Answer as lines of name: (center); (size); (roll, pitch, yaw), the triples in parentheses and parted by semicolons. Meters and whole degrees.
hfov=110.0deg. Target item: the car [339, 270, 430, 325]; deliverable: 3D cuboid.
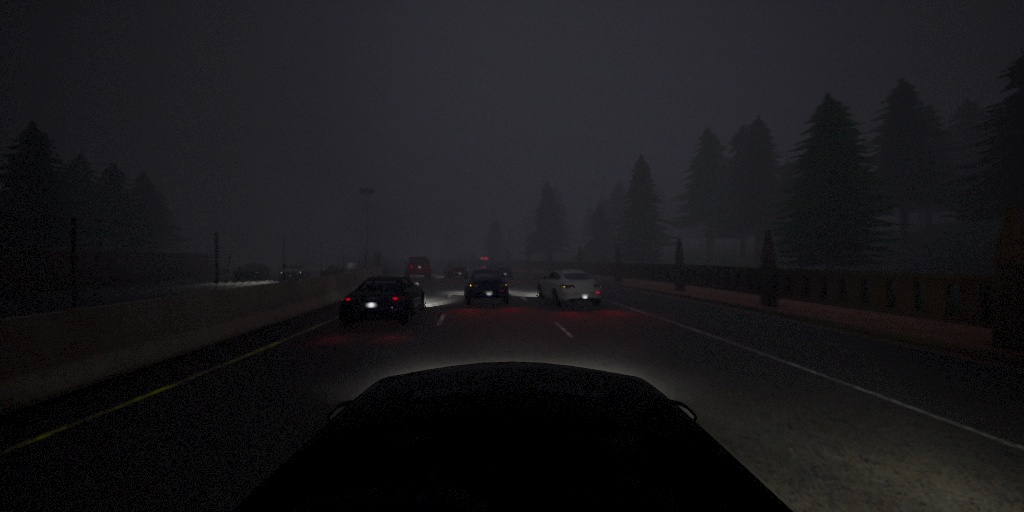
car: (-4.155, 1.357, 12.066); (1.994, 1.385, 4.181); (0, 0, -6)

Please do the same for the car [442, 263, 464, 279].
car: (-5.329, 1.376, 33.914); (1.812, 1.442, 4.674); (0, 0, -18)

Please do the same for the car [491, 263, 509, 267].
car: (-1.212, 1.354, 32.439); (1.812, 1.442, 4.674); (0, 0, -17)

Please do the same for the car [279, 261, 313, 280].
car: (-20.156, 1.442, 33.413); (1.812, 1.442, 4.674); (0, 0, -21)

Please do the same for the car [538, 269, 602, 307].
car: (2.420, 1.298, 15.685); (1.812, 1.442, 4.674); (0, 0, -8)

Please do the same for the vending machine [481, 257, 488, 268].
vending machine: (-4.546, 1.104, 60.043); (1.100, 2.100, 0.880); (0, 0, -30)

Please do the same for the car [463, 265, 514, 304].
car: (-1.230, 1.317, 16.586); (1.812, 1.442, 4.674); (0, 0, -8)

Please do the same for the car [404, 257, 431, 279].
car: (-8.885, 1.088, 33.701); (2.150, 2.045, 5.566); (0, 0, -19)

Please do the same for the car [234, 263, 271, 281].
car: (-23.690, 1.409, 32.902); (1.882, 1.535, 5.008); (0, 0, -22)

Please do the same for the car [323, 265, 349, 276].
car: (-16.636, 1.503, 34.079); (1.895, 1.301, 4.718); (0, 0, -20)
